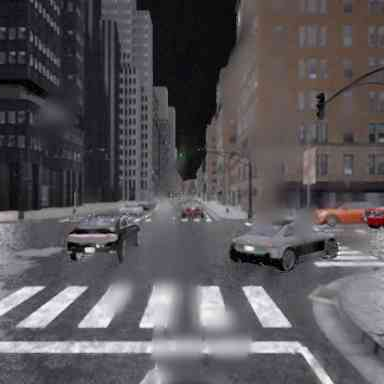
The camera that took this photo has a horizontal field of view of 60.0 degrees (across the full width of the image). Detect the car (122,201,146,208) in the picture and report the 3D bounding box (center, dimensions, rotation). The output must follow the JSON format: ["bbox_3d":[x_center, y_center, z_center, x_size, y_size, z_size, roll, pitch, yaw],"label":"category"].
[{"bbox_3d":[-6.580,1.920,35.995,1.895,1.301,4.718,0,-1,0],"label":"car"}]

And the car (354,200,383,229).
[{"bbox_3d":[13.222,1.273,20.030,5.566,2.045,2.150,0,0,1],"label":"car"}]

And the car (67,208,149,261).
[{"bbox_3d":[-3.156,1.597,12.697,2.128,1.511,4.902,0,-1,0],"label":"car"}]

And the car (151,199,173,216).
[{"bbox_3d":[-3.141,1.855,37.184,1.812,1.442,4.674,0,-1,0],"label":"car"}]

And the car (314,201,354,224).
[{"bbox_3d":[10.807,1.442,23.296,4.553,1.767,2.097,0,0,1],"label":"car"}]

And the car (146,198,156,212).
[{"bbox_3d":[-6.576,1.964,46.524,2.033,1.411,5.357,0,-1,0],"label":"car"}]

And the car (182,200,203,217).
[{"bbox_3d":[0.097,1.660,34.766,2.097,1.767,4.553,0,0,0],"label":"car"}]

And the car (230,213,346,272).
[{"bbox_3d":[3.191,1.627,11.196,4.181,1.385,1.994,0,-1,-42],"label":"car"}]
